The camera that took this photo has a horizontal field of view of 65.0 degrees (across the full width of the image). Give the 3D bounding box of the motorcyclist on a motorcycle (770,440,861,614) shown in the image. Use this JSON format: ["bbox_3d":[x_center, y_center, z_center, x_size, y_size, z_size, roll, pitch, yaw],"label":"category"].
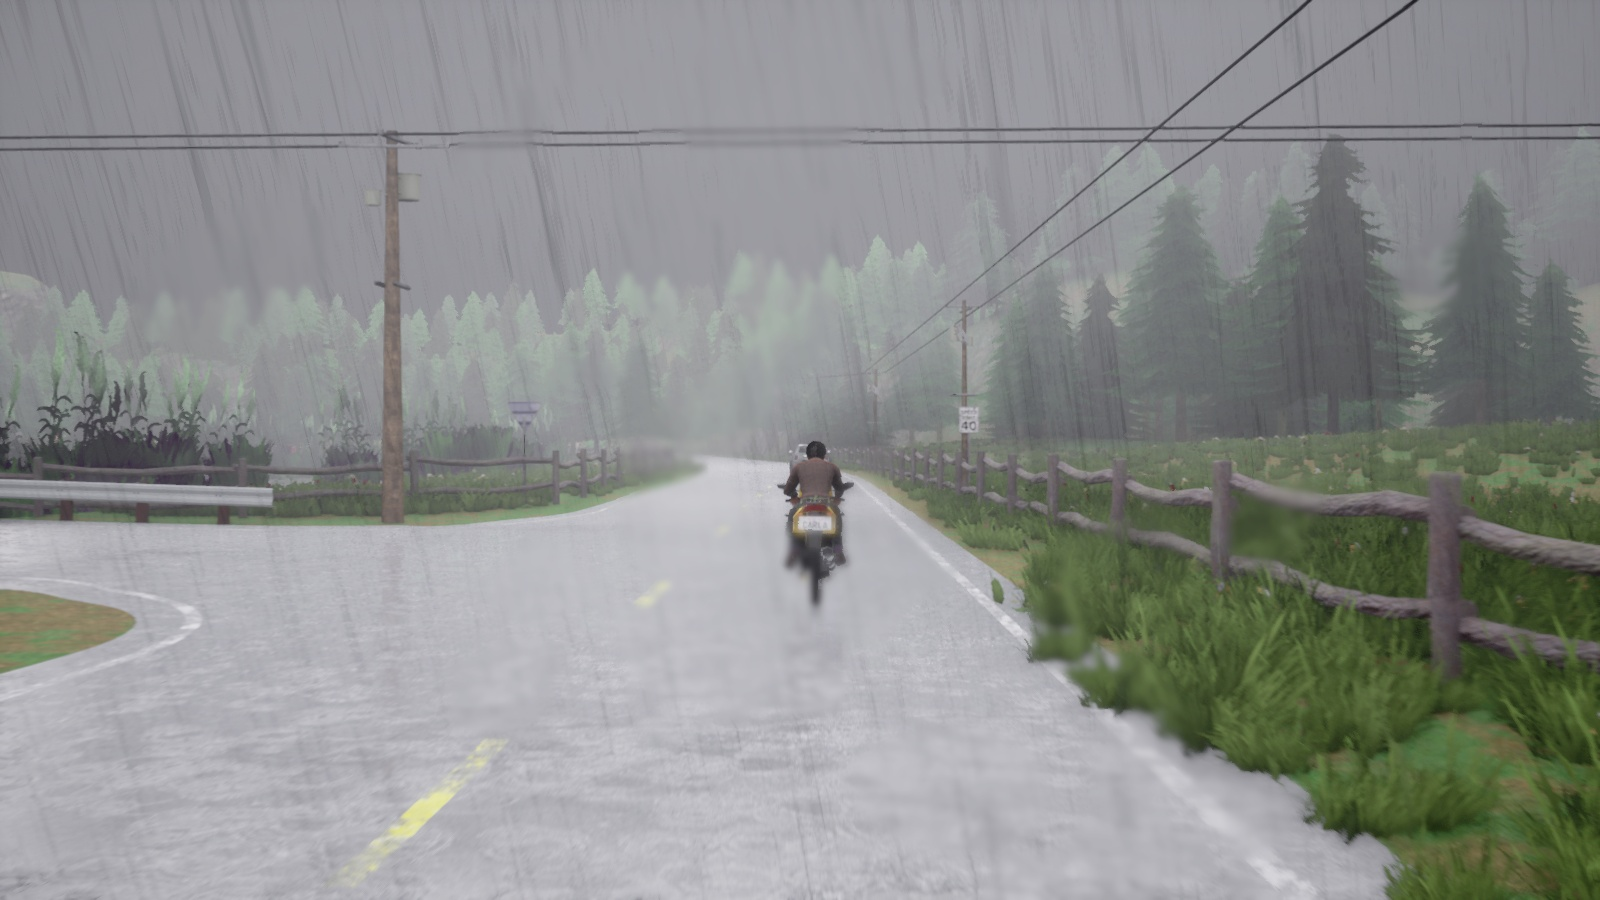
[{"bbox_3d":[0.151,0.667,12.014,0.797,1.523,2.044,0,0,1],"label":"motorcyclist on a motorcycle"}]

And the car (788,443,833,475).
[{"bbox_3d":[0.448,0.409,58.976,1.970,1.475,3.806,0,0,-2],"label":"car"}]
